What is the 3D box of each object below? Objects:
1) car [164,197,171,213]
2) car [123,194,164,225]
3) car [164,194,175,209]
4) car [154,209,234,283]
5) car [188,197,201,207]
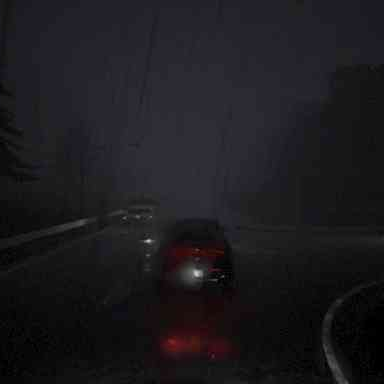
[{"bbox_3d":[-3.599,1.570,34.875,1.882,1.535,5.008,0,0,0],"label":"car"},{"bbox_3d":[-3.597,1.287,24.736,2.150,2.045,5.566,0,0,0],"label":"car"},{"bbox_3d":[-3.550,1.346,46.471,2.150,2.045,5.566,0,0,2],"label":"car"},{"bbox_3d":[0.080,1.482,9.635,1.837,1.490,4.892,-1,1,0],"label":"car"},{"bbox_3d":[0.403,1.638,55.506,2.128,1.511,4.902,0,0,7],"label":"car"}]
